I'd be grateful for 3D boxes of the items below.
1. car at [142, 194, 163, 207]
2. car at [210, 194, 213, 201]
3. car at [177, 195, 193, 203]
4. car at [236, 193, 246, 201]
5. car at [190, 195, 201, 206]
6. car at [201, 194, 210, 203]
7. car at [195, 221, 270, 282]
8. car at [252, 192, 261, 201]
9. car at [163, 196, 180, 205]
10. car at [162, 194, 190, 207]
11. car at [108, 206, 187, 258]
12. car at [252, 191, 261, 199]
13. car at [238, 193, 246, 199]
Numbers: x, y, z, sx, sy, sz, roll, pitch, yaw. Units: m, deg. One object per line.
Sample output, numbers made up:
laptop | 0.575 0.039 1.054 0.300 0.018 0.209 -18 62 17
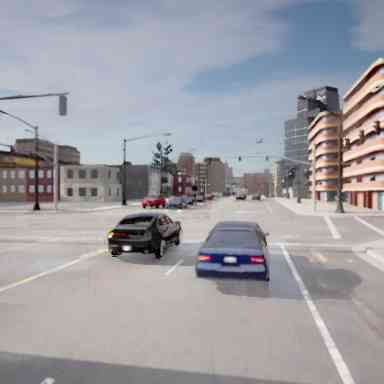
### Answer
car | -5.287 1.249 46.999 2.150 2.045 5.566 0 0 11
car | 3.603 1.127 73.949 1.882 1.535 5.008 0 1 11
car | -1.318 1.313 66.941 2.033 1.411 5.357 0 1 11
car | 10.804 1.219 74.307 1.895 1.301 4.718 0 1 11
car | -0.339 1.429 54.046 2.128 1.511 4.902 0 1 11
car | 1.589 1.348 63.702 2.033 1.411 5.357 0 1 11
car | 1.334 1.584 9.970 2.033 1.411 5.357 0 0 11
car | 14.139 1.143 73.130 2.128 1.511 4.902 0 1 11
car | -3.410 1.441 56.561 1.812 1.442 4.674 0 1 12
car | -2.074 1.385 45.131 2.097 1.767 4.553 0 0 11
car | -1.666 1.552 13.106 1.837 1.490 4.892 0 0 10
car | 16.115 0.763 83.341 2.097 1.767 4.553 0 0 11
car | 12.709 1.054 84.162 1.994 1.385 4.181 0 0 11
